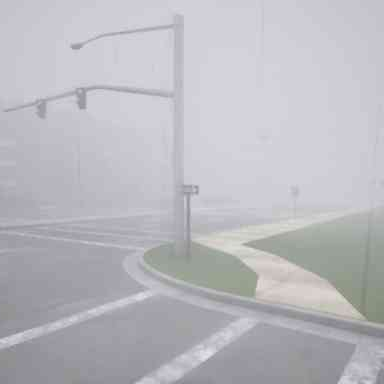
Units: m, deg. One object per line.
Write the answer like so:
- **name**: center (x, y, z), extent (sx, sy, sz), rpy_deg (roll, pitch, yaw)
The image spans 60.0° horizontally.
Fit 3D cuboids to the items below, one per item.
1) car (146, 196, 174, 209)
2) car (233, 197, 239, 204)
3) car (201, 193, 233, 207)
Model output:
- **car**: center (-4.380, 1.387, 46.347), extent (2.097, 1.767, 4.553), rpy_deg (0, 0, 35)
- **car**: center (7.198, 1.609, 62.720), extent (1.994, 1.385, 4.181), rpy_deg (0, 0, 35)
- **car**: center (3.612, 1.252, 51.640), extent (2.150, 2.045, 5.566), rpy_deg (0, 0, 35)
